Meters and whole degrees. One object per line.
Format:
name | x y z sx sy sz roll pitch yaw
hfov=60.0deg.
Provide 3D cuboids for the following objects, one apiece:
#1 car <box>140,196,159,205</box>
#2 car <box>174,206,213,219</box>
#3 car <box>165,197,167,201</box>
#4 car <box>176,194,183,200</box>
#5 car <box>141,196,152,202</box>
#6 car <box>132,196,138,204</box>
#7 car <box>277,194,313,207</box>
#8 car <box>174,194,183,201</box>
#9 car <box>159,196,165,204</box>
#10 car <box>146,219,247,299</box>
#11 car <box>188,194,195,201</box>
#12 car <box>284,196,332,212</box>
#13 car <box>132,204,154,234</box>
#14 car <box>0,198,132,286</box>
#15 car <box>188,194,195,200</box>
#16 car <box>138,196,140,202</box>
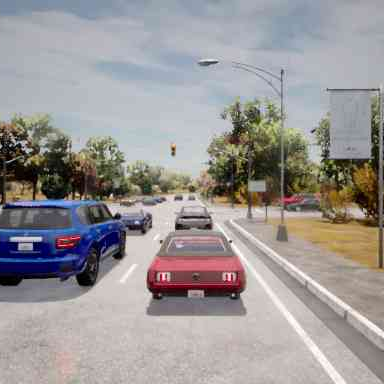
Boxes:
car | -7.108 1.525 56.158 1.812 1.442 4.674 0 0 0
car | 0.092 1.491 17.649 2.128 1.511 4.902 0 0 0
car | -7.036 1.595 77.788 1.895 1.301 4.718 0 0 0
car | -3.544 1.382 95.533 1.837 1.490 4.892 0 0 0
car | -10.536 1.552 77.166 1.994 1.385 4.181 0 0 0
car | -10.612 1.601 54.790 1.895 1.301 4.718 0 0 0
car | 13.424 1.221 41.416 5.566 2.045 2.150 0 0 3
car | -3.539 1.493 85.114 1.837 1.490 4.892 0 0 0
car | -7.053 1.477 66.395 1.882 1.535 5.008 0 0 0
car | 0.099 1.601 8.378 1.895 1.301 4.718 0 0 0
car | -0.039 1.533 85.115 2.033 1.411 5.357 0 0 0
car | 13.378 1.505 37.899 4.892 1.490 1.837 0 0 3
car | -3.409 1.601 19.285 1.895 1.301 4.718 0 0 0
car | -3.409 1.221 9.531 2.150 2.045 5.566 0 0 0
car | -0.044 1.360 95.534 1.882 1.535 5.008 0 0 0
car | -10.552 1.525 66.290 1.812 1.442 4.674 0 0 0
